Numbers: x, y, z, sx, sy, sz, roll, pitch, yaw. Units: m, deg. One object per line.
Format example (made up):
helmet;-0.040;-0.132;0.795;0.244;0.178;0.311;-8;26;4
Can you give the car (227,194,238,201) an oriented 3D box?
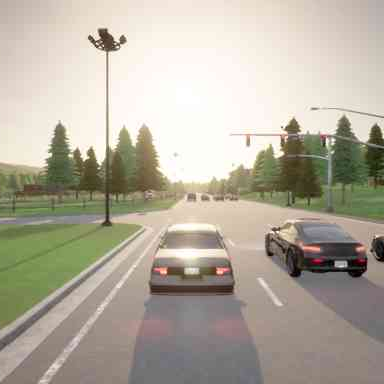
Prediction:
car;10.455;1.587;83.966;1.895;1.301;4.718;0;0;0

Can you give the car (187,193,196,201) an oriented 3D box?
car;-0.045;1.217;83.544;2.150;2.045;5.566;0;0;0

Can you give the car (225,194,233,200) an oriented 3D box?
car;10.449;1.356;93.939;1.812;1.442;4.674;0;0;0

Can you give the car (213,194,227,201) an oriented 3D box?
car;6.955;1.347;83.904;2.097;1.767;4.553;0;0;0

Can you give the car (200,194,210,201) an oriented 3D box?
car;3.455;1.531;83.516;2.033;1.411;5.357;0;0;0

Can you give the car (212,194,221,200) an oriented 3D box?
car;6.949;1.372;93.938;2.033;1.411;5.357;0;0;0

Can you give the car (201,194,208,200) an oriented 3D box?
car;3.449;1.310;93.936;1.882;1.535;5.008;0;0;0

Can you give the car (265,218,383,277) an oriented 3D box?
car;3.514;1.526;10.107;1.812;1.442;4.674;0;0;0

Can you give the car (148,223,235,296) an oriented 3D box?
car;0.000;1.547;8.828;2.033;1.411;5.357;0;0;0
